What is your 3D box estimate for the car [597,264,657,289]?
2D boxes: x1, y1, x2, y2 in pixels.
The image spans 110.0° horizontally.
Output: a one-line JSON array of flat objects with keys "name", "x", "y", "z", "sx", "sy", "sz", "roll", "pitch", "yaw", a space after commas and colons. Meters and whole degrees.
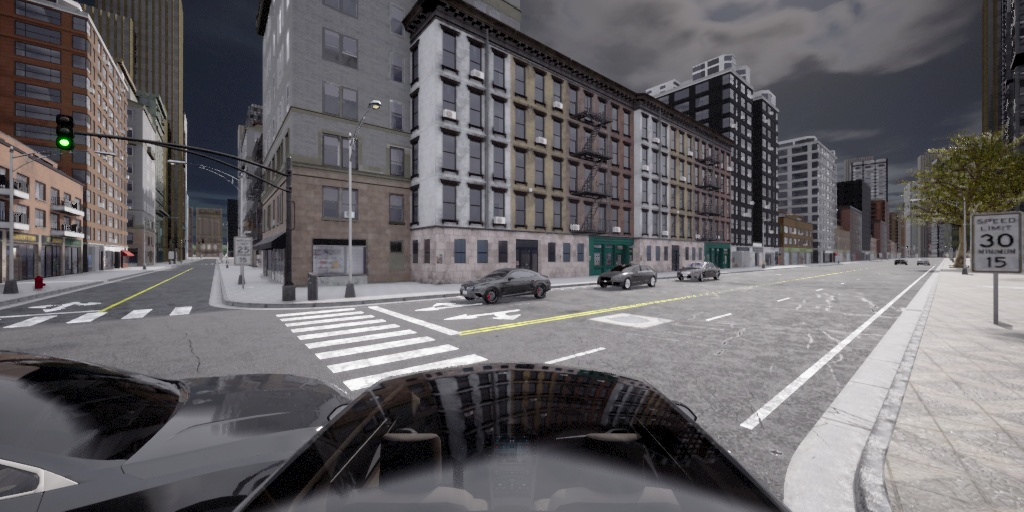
[{"name": "car", "x": 7.440, "y": 1.256, "z": 22.942, "sx": 4.892, "sy": 1.490, "sz": 1.837, "roll": 0, "pitch": 0, "yaw": -39}]

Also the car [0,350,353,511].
[{"name": "car", "x": -3.239, "y": 1.257, "z": 1.646, "sx": 4.892, "sy": 1.490, "sz": 1.837, "roll": 0, "pitch": 0, "yaw": -35}]

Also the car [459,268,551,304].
[{"name": "car", "x": -0.194, "y": 1.285, "z": 16.647, "sx": 4.674, "sy": 1.442, "sz": 1.812, "roll": 0, "pitch": 0, "yaw": -40}]

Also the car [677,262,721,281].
[{"name": "car", "x": 15.389, "y": 1.233, "z": 29.486, "sx": 4.902, "sy": 1.511, "sz": 2.128, "roll": 0, "pitch": 0, "yaw": -39}]
